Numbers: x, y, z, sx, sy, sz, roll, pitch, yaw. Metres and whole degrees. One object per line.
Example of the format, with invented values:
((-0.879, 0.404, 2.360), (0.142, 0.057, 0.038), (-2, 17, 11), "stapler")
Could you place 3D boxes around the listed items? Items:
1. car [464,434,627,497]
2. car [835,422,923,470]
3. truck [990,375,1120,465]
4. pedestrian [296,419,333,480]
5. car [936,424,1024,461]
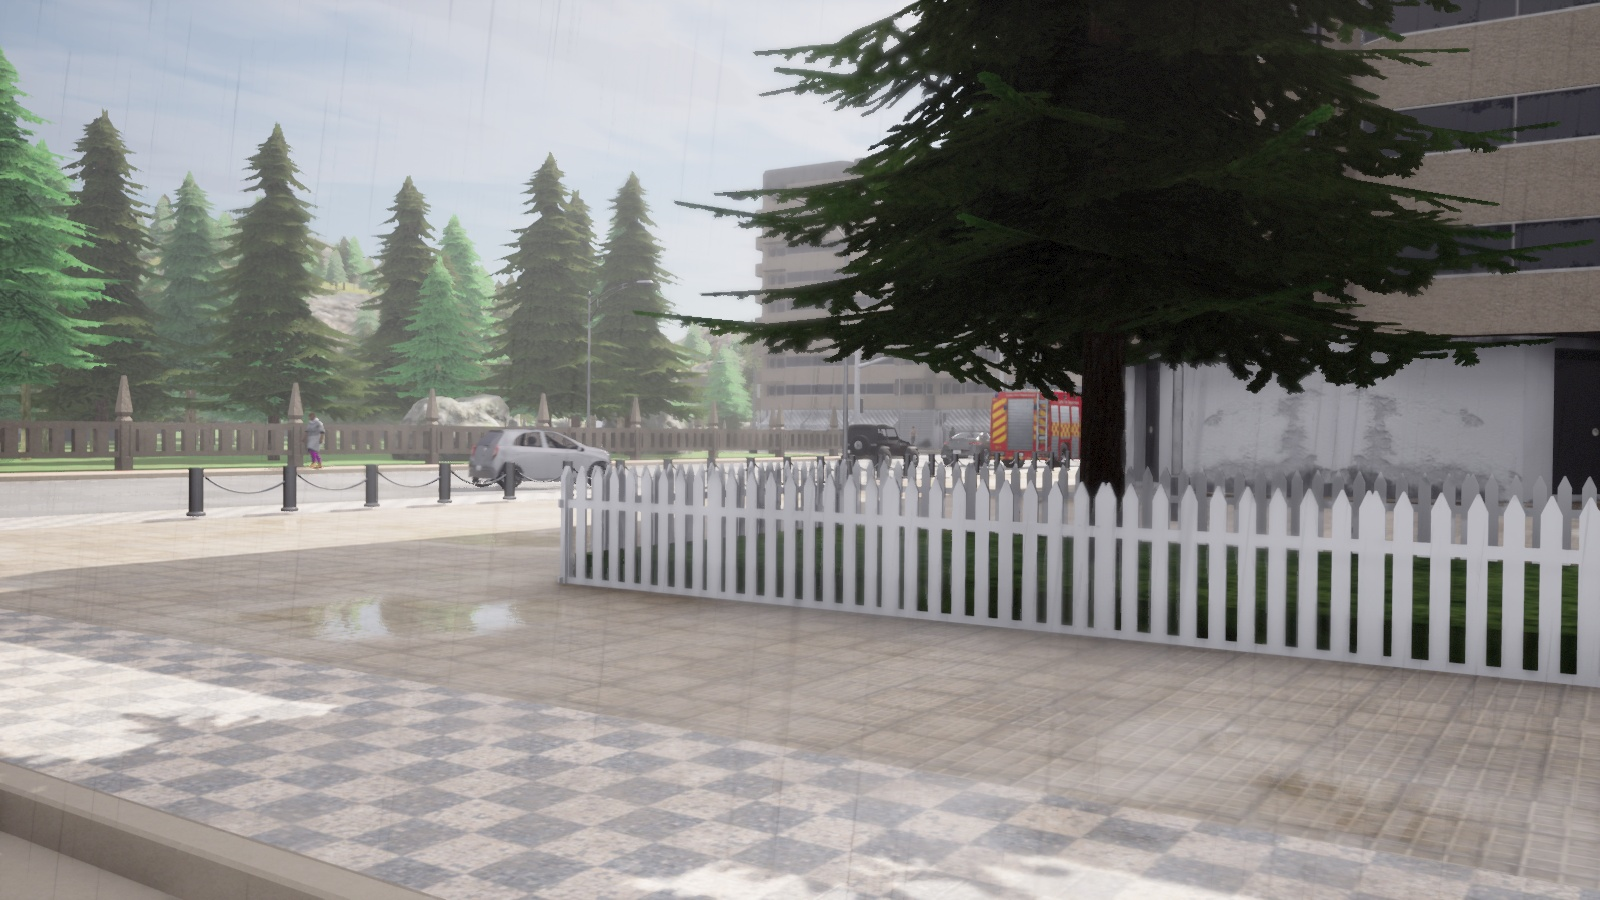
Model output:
((-6.500, 0.361, 32.214), (3.633, 1.501, 1.845), (-1, 1, -39), "car")
((3.255, -0.205, 51.220), (1.905, 1.878, 3.866), (0, 1, 33), "car")
((11.891, -1.335, 57.918), (2.891, 3.827, 8.468), (0, 1, 34), "truck")
((-15.801, -0.030, 40.842), (0.659, 1.952, 0.873), (0, 1, 33), "pedestrian")
((8.515, -0.379, 59.159), (2.152, 1.651, 5.027), (0, 1, 34), "car")
